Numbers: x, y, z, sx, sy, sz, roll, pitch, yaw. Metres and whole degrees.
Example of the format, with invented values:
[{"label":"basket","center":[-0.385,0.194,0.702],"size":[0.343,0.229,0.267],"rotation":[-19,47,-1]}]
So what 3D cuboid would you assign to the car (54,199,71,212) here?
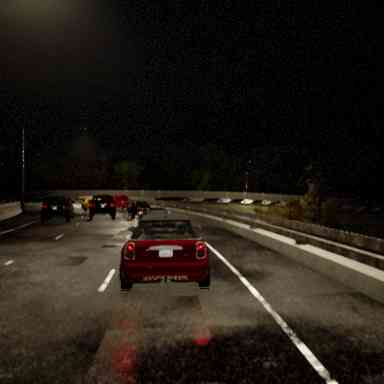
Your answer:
[{"label":"car","center":[-16.935,1.673,43.281],"size":[1.837,1.490,4.892],"rotation":[0,0,-24]}]

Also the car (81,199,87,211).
[{"label":"car","center":[-13.526,1.646,44.221],"size":[1.882,1.535,5.008],"rotation":[0,0,-24]}]

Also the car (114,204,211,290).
[{"label":"car","center":[-0.759,1.385,9.452],"size":[2.097,1.767,4.553],"rotation":[0,0,-5]}]

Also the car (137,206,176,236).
[{"label":"car","center":[-2.211,1.635,19.745],"size":[1.994,1.385,4.181],"rotation":[0,0,-11]}]

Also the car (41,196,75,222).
[{"label":"car","center":[-11.101,1.331,27.663],"size":[2.150,2.045,5.566],"rotation":[0,0,-16]}]

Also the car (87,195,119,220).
[{"label":"car","center":[-8.118,1.326,29.996],"size":[2.150,2.045,5.566],"rotation":[0,-1,-17]}]

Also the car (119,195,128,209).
[{"label":"car","center":[-9.909,1.388,44.771],"size":[2.150,2.045,5.566],"rotation":[0,0,-24]}]

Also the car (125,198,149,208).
[{"label":"car","center":[-4.895,1.618,31.186],"size":[1.837,1.490,4.892],"rotation":[0,-1,-16]}]
